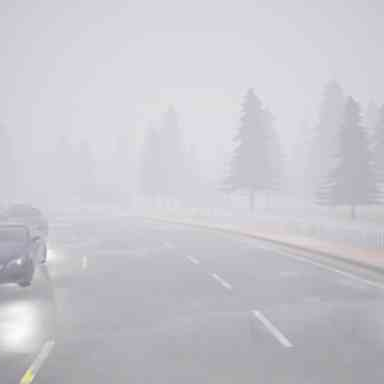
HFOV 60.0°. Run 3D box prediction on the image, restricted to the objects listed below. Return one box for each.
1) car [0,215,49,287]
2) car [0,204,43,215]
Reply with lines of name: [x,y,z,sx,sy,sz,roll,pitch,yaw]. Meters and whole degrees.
car: [-5.276,1.611,9.400,1.812,1.442,4.674,0,0,-17]
car: [-9.254,1.648,18.574,2.128,1.511,4.902,0,0,-32]
